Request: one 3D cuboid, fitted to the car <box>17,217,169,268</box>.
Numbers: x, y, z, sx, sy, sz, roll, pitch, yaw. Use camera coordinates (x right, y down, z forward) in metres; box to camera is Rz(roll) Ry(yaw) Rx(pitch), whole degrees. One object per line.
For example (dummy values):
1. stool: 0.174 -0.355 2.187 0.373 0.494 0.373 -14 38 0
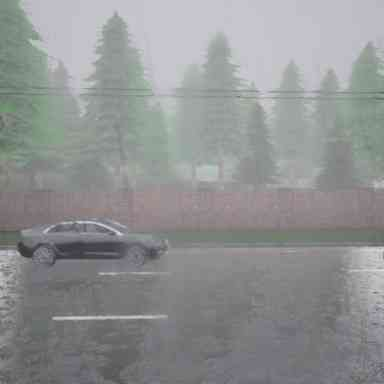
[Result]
1. car: -3.250 1.631 11.278 4.902 1.511 2.128 0 -1 -1
